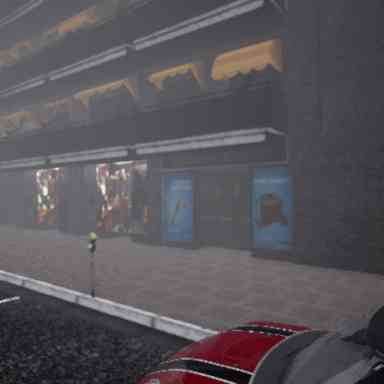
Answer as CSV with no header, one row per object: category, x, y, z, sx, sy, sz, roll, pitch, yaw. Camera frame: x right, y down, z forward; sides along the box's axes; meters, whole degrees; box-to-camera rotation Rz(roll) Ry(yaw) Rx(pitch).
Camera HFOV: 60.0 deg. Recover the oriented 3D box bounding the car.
car,1.407,1.441,1.892,4.097,1.590,1.967,0,-1,35
